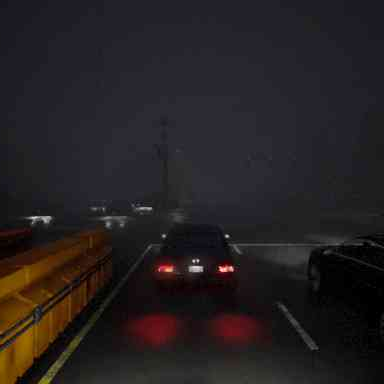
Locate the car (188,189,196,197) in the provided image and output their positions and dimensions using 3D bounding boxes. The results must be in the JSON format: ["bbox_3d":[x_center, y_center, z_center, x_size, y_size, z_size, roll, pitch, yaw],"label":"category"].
[{"bbox_3d":[-0.021,0.116,88.533,1.882,1.535,5.008,0,7,0],"label":"car"}]

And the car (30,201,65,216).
[{"bbox_3d":[-14.048,1.564,32.602,1.994,1.385,4.181,0,0,0],"label":"car"}]

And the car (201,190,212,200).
[{"bbox_3d":[3.517,0.821,78.603,2.097,1.767,4.553,0,4,0],"label":"car"}]

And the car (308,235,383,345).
[{"bbox_3d":[3.577,1.492,5.811,2.128,1.511,4.902,0,0,0],"label":"car"}]

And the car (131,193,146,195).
[{"bbox_3d":[-10.471,1.529,64.771,2.033,1.411,5.357,0,1,0],"label":"car"}]

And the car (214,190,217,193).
[{"bbox_3d":[6.979,0.138,88.563,1.837,1.490,4.892,0,7,0],"label":"car"}]

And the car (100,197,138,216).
[{"bbox_3d":[-7.046,1.547,32.801,2.033,1.411,5.357,0,0,0],"label":"car"}]

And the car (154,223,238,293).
[{"bbox_3d":[0.096,1.547,8.990,2.033,1.411,5.357,0,0,0],"label":"car"}]

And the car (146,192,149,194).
[{"bbox_3d":[-10.486,0.823,79.561,1.882,1.535,5.008,0,3,0],"label":"car"}]

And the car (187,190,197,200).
[{"bbox_3d":[0.018,0.970,78.509,1.837,1.490,4.892,0,4,0],"label":"car"}]

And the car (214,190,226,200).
[{"bbox_3d":[7.016,0.997,78.908,1.994,1.385,4.181,0,4,0],"label":"car"}]

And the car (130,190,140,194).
[{"bbox_3d":[-13.997,0.321,82.298,1.837,1.490,4.892,0,4,0],"label":"car"}]

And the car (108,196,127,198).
[{"bbox_3d":[-10.516,1.547,49.708,2.033,1.411,5.357,0,0,0],"label":"car"}]

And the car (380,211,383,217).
[{"bbox_3d":[7.114,1.492,8.868,2.128,1.511,4.902,0,0,1],"label":"car"}]

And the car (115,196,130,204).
[{"bbox_3d":[-13.944,1.491,67.089,2.033,1.411,5.357,0,1,0],"label":"car"}]

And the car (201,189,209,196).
[{"bbox_3d":[3.479,0.190,88.555,1.994,1.385,4.181,0,7,0],"label":"car"}]

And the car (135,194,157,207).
[{"bbox_3d":[-7.025,1.490,51.405,2.128,1.511,4.902,0,0,-1],"label":"car"}]

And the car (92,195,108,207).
[{"bbox_3d":[-14.012,1.352,51.798,2.097,1.767,4.553,0,0,0],"label":"car"}]

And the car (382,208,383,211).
[{"bbox_3d":[17.603,1.547,25.758,5.357,1.411,2.033,0,0,-1],"label":"car"}]

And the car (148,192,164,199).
[{"bbox_3d":[-6.951,1.163,67.341,2.150,2.045,5.566,0,1,0],"label":"car"}]
